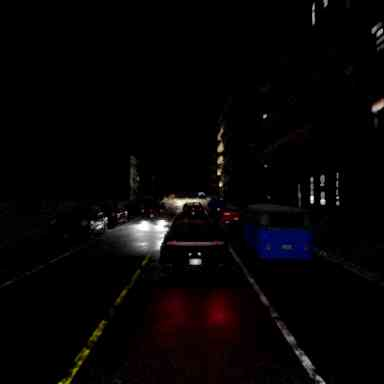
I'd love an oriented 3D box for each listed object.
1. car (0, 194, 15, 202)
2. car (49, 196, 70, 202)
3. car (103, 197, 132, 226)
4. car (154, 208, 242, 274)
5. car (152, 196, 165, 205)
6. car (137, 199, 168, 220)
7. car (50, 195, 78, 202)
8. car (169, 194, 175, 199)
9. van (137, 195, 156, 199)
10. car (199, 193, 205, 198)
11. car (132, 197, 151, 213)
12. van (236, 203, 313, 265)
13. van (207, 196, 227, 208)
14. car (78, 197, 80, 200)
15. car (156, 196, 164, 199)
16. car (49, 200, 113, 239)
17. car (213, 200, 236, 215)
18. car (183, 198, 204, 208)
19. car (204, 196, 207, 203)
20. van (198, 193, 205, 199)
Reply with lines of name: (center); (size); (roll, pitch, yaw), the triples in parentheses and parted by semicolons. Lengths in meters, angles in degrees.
car: (-42.906, 1.384, 77.028); (5.009, 1.841, 2.192); (0, 0, 1)
car: (-30.671, 1.593, 76.902); (4.206, 1.307, 1.802); (0, 0, 1)
car: (-5.643, 1.400, 22.561); (1.967, 1.590, 4.097); (1, 0, 0)
car: (0.090, 1.475, 10.522); (2.128, 1.511, 4.902); (0, 0, 0)
car: (-5.641, 1.417, 56.435); (1.887, 1.381, 4.507); (1, 0, 0)
car: (-3.097, 1.548, 27.984); (1.895, 1.301, 4.718); (0, 0, 0)
car: (-26.370, 1.330, 68.205); (4.097, 1.590, 1.967); (0, 0, 1)
car: (-5.670, 1.324, 94.499); (1.802, 1.307, 4.206); (1, 0, 0)
van: (-5.640, 1.261, 39.497); (1.690, 1.788, 3.998); (1, 0, 0)
car: (2.710, 1.313, 88.954); (2.008, 1.369, 4.403); (1, 0, 0)
car: (-5.643, 1.478, 33.852); (1.887, 1.381, 4.507); (1, 0, 0)
van: (2.705, 1.322, 11.298); (1.690, 1.788, 3.998); (1, 0, 0)
van: (2.708, 1.274, 33.884); (1.690, 1.788, 3.998); (1, 0, 0)
car: (-25.191, 1.551, 76.827); (4.313, 1.339, 1.947); (0, 0, 1)
car: (-5.640, 1.329, 50.790); (1.967, 1.590, 4.097); (1, 0, 0)
car: (-5.649, 1.411, 16.914); (1.967, 1.590, 4.097); (1, 0, 0)
car: (2.704, 1.504, 22.593); (1.887, 1.381, 4.507); (1, 0, 0)
car: (0.100, 1.540, 31.451); (1.895, 1.301, 4.718); (0, 0, 0)
car: (2.705, 1.485, 39.530); (1.947, 1.339, 4.313); (1, 0, 0)
van: (2.714, 1.083, 94.533); (1.690, 1.788, 3.998); (1, 0, 0)
